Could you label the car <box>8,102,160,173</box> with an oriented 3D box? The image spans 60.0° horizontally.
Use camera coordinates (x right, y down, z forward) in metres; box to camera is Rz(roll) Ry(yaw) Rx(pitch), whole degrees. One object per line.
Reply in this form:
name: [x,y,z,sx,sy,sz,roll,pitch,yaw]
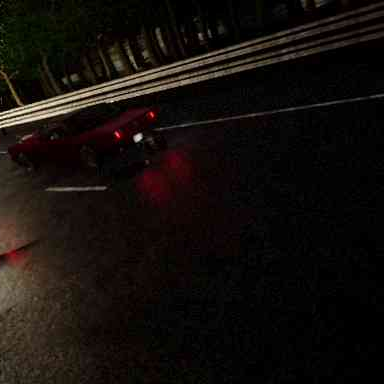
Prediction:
car: [-3.186,-1.553,9.180,4.718,1.301,1.895,0,30,35]
